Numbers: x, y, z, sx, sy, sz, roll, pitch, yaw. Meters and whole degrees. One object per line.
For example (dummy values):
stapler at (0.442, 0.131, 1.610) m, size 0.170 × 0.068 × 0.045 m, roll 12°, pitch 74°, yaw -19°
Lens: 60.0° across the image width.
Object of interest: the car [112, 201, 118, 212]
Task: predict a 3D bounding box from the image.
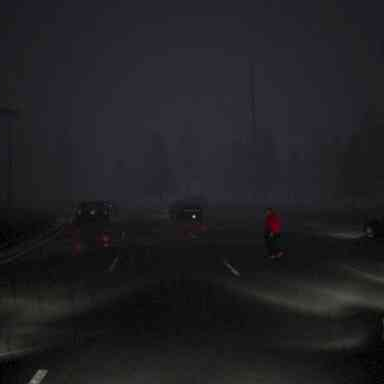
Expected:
car at (-10.120, 1.564, 38.660) m, size 1.994 × 1.385 × 4.181 m, roll 0°, pitch 0°, yaw -33°

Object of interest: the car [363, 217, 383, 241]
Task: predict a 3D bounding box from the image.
car at (9.324, 1.507, 13.983) m, size 1.837 × 1.490 × 4.892 m, roll 0°, pitch 1°, yaw -8°

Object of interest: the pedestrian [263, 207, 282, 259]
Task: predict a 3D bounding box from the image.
pedestrian at (2.668, 1.294, 11.077) m, size 0.375 × 1.860 × 0.375 m, roll 0°, pitch 0°, yaw -7°

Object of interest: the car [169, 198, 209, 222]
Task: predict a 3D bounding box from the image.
car at (-0.555, 1.506, 26.481) m, size 1.837 × 1.490 × 4.892 m, roll 0°, pitch 0°, yaw -17°

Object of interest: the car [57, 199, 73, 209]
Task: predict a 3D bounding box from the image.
car at (-16.790, 1.601, 46.140) m, size 4.718 × 1.301 × 1.895 m, roll 0°, pitch 0°, yaw 39°

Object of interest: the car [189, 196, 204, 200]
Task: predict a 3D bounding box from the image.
car at (-0.754, 1.526, 37.149) m, size 1.812 × 1.442 × 4.674 m, roll 0°, pitch 0°, yaw -25°

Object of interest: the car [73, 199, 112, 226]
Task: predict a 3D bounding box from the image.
car at (-6.935, 1.353, 23.333) m, size 2.097 × 1.767 × 4.553 m, roll 0°, pitch 0°, yaw -16°

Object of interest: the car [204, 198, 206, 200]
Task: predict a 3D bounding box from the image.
car at (0.251, 1.352, 42.425) m, size 2.097 × 1.767 × 4.553 m, roll 0°, pitch 0°, yaw -30°

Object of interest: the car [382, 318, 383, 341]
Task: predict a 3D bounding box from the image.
car at (3.417, 1.478, 2.256) m, size 1.882 × 1.535 × 5.008 m, roll 0°, pitch -1°, yaw -2°
